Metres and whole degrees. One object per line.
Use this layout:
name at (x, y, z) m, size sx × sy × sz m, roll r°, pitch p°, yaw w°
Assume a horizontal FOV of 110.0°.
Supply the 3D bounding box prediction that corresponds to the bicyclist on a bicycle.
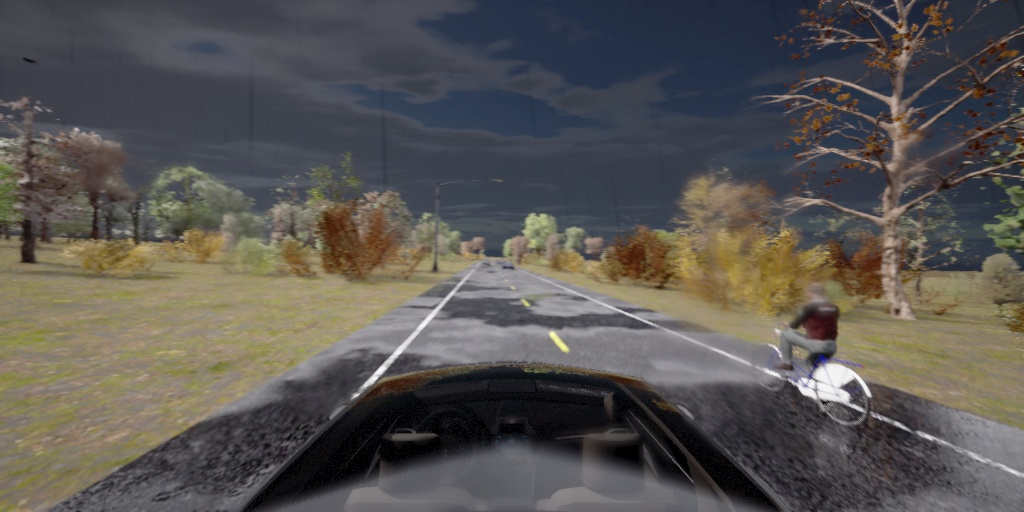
bicyclist on a bicycle at (4.102, 1.246, 5.090) m, size 0.659 × 1.776 × 1.843 m, roll 2°, pitch 0°, yaw -4°

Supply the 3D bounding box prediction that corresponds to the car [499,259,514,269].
car at (-0.705, 1.473, 59.265) m, size 1.994 × 1.385 × 4.181 m, roll 2°, pitch 0°, yaw -4°
